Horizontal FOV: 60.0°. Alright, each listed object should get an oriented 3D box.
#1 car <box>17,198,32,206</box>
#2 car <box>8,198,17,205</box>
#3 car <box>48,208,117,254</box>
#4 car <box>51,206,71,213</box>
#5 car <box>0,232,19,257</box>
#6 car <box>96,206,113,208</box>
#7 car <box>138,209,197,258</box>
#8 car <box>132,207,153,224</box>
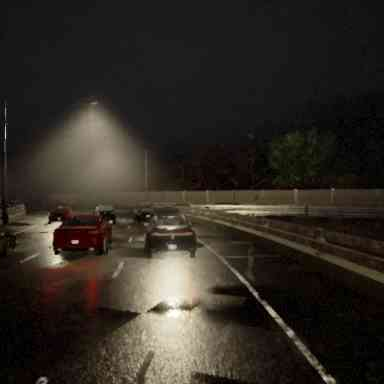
[{"bbox_3d":[-43.809,2.436,84.652,5.566,2.045,2.150,-1,-1,37],"label":"car"},{"bbox_3d":[-45.999,2.724,81.919,5.357,1.411,2.033,-1,-1,37],"label":"car"},{"bbox_3d":[-4.607,1.701,14.627,1.882,1.535,5.008,0,-1,-8],"label":"car"},{"bbox_3d":[-11.164,1.970,28.643,1.812,1.442,4.674,0,-1,-16],"label":"car"},{"bbox_3d":[-7.656,1.732,10.930,2.033,1.411,5.357,0,-1,-7],"label":"car"},{"bbox_3d":[-7.573,1.923,28.773,2.128,1.511,4.902,0,-1,-15],"label":"car"},{"bbox_3d":[-0.953,1.687,13.673,2.128,1.511,4.902,0,-1,-7],"label":"car"},{"bbox_3d":[-4.165,1.993,29.562,1.994,1.385,4.181,0,-1,-16],"label":"car"}]
